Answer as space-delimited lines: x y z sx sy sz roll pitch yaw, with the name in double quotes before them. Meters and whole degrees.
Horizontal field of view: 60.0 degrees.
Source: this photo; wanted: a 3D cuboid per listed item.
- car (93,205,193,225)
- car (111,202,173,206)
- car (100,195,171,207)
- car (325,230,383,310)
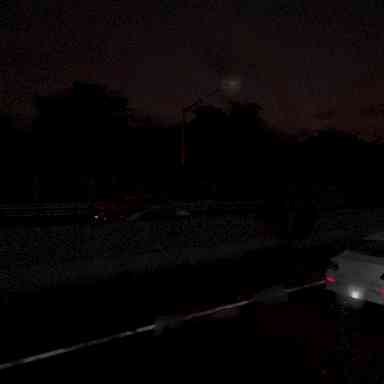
"car" -2.187 1.538 15.324 4.674 1.442 1.812 0 0 -35
"car" -2.081 1.543 19.697 4.674 1.442 1.812 0 0 -35
"car" -3.819 1.240 22.756 5.566 2.045 2.150 0 0 -35
"car" 4.714 1.539 7.102 4.674 1.442 1.812 0 0 -35
